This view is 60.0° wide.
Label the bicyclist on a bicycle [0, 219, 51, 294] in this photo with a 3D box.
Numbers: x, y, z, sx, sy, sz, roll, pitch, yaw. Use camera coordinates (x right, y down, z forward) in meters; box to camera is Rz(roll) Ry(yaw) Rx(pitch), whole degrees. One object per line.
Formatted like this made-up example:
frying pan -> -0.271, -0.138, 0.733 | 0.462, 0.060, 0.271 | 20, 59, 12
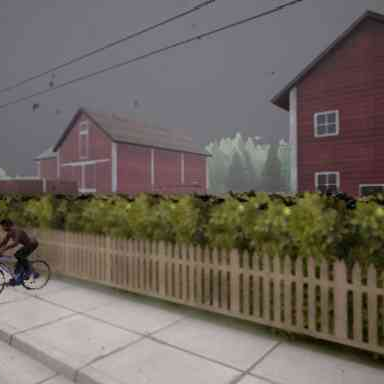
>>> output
bicyclist on a bicycle -> -3.783, 1.393, 7.082 | 0.582, 1.620, 1.656 | -1, -2, 38
